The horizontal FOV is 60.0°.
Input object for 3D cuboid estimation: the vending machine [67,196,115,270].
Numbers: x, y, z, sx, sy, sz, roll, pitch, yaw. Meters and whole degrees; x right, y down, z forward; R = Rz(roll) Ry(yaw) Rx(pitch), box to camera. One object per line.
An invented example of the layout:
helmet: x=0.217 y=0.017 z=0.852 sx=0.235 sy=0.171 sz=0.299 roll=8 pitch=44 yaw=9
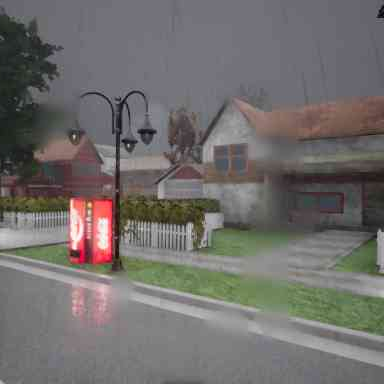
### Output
vending machine: x=-3.106 y=1.194 z=10.261 sx=0.880 sy=2.100 sz=1.100 roll=0 pitch=0 yaw=36
